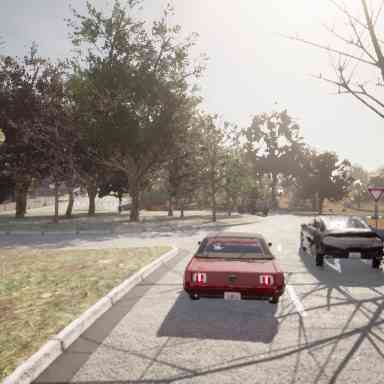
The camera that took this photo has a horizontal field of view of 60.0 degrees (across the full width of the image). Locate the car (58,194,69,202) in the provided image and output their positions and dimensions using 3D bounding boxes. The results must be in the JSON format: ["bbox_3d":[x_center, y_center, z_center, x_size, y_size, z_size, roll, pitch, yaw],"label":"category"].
[{"bbox_3d":[-33.190,1.851,84.911,1.946,1.575,5.366,0,2,-12],"label":"car"}]

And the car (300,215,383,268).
[{"bbox_3d":[4.956,1.553,11.557,2.128,1.511,4.902,0,-1,11],"label":"car"}]

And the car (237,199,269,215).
[{"bbox_3d":[7.952,1.994,43.740,2.150,2.045,5.566,1,-1,-19],"label":"car"}]

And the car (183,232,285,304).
[{"bbox_3d":[1.055,1.638,8.289,1.895,1.301,4.718,0,-1,8],"label":"car"}]

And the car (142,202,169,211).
[{"bbox_3d":[-5.451,2.404,55.510,4.553,1.767,2.097,-1,-2,24],"label":"car"}]

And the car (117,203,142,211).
[{"bbox_3d":[-10.763,2.629,59.129,4.902,1.511,2.128,0,-1,-1],"label":"car"}]
